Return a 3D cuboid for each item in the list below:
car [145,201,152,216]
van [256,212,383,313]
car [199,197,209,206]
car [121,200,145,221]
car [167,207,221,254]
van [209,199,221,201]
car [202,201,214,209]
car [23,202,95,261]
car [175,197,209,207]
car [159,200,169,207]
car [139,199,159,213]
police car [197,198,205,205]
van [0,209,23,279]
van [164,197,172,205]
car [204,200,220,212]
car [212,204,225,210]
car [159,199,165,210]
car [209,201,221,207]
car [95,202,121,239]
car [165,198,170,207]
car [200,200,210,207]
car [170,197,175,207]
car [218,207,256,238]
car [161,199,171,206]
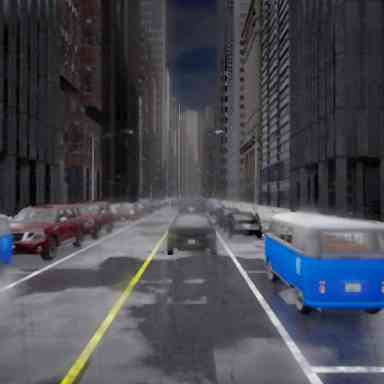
[{"bbox_3d":[-5.790,1.933,35.566,2.008,1.369,4.403,0,-1,0],"label":"car"},{"bbox_3d":[2.758,1.422,7.546,1.690,1.788,3.998,0,-1,0],"label":"van"},{"bbox_3d":[2.703,2.140,74.851,2.192,1.841,5.009,0,-1,0],"label":"car"},{"bbox_3d":[-5.786,1.762,29.958,1.967,1.590,4.097,0,-1,0],"label":"car"},{"bbox_3d":[0.020,1.629,14.231,1.882,1.535,5.008,0,0,1],"label":"car"},{"bbox_3d":[2.731,1.785,41.199,1.690,1.788,3.998,0,-1,0],"label":"van"},{"bbox_3d":[2.717,2.198,58.022,1.947,1.339,4.313,0,-1,0],"label":"car"},{"bbox_3d":[-5.772,1.455,13.132,2.192,1.841,5.009,0,-1,0],"label":"car"},{"bbox_3d":[-0.012,1.520,27.592,2.150,2.045,5.566,0,0,0],"label":"car"},{"bbox_3d":[-5.818,2.342,69.220,1.802,1.307,4.206,0,-1,0],"label":"car"},{"bbox_3d":[-5.794,1.759,41.178,2.192,1.841,5.009,0,-1,0],"label":"car"},{"bbox_3d":[2.296,2.389,86.739,1.930,1.638,5.238,0,-1,0],"label":"police car"},{"bbox_3d":[-5.767,1.422,7.522,1.690,1.788,3.998,0,-1,0],"label":"van"},{"bbox_3d":[-5.827,2.232,80.441,1.690,1.788,3.998,0,-1,0],"label":"van"},{"bbox_3d":[2.726,1.946,46.807,1.967,1.590,4.097,0,-1,0],"label":"car"},{"bbox_3d":[2.744,1.826,24.370,1.947,1.339,4.313,0,-1,0],"label":"car"},{"bbox_3d":[-5.804,2.135,52.393,1.947,1.339,4.313,0,-1,0],"label":"car"},{"bbox_3d":[2.735,1.927,35.588,1.887,1.381,4.507,0,-1,0],"label":"car"},{"bbox_3d":[-5.776,1.515,18.740,2.192,1.841,5.009,0,-1,0],"label":"car"},{"bbox_3d":[-5.813,2.247,63.611,2.008,1.369,4.403,0,-1,0],"label":"car"},{"bbox_3d":[2.707,2.342,69.240,1.802,1.307,4.206,0,-1,0],"label":"car"},{"bbox_3d":[-3.071,2.277,65.379,1.994,1.385,4.181,0,-1,0],"label":"car"},{"bbox_3d":[2.748,1.766,18.761,1.947,1.339,4.313,0,-1,0],"label":"car"},{"bbox_3d":[-5.822,2.349,74.660,1.752,1.417,4.829,0,-1,0],"label":"car"}]
